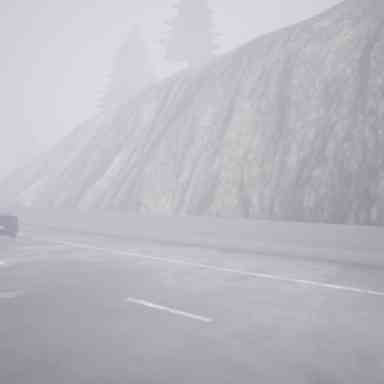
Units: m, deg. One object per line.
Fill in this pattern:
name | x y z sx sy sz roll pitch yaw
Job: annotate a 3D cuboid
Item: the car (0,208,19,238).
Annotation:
car | -10.467 1.454 16.528 5.008 1.535 1.882 0 0 40
